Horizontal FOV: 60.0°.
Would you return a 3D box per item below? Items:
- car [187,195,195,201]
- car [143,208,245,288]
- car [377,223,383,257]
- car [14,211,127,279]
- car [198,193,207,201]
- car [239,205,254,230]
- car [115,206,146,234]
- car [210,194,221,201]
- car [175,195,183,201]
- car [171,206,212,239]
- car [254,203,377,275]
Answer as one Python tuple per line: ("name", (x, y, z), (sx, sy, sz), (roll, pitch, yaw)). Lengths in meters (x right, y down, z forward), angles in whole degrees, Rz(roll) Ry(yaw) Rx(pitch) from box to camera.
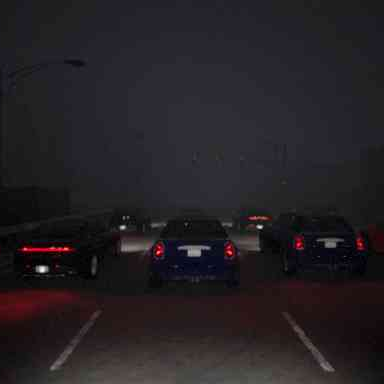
("car", (-0.291, 1.747, 92.575), (1.812, 1.442, 4.674), (0, 0, 0))
("car", (0.054, 1.376, 9.477), (2.097, 1.767, 4.553), (0, 0, 0))
("car", (7.055, 1.378, 10.302), (2.097, 1.767, 4.553), (0, 0, 0))
("car", (-3.444, 1.530, 10.071), (1.837, 1.490, 4.892), (0, 0, 0))
("car", (3.210, 1.761, 92.169), (2.033, 1.411, 5.357), (0, 0, 0))
("car", (3.502, 1.554, 19.592), (1.837, 1.490, 4.892), (0, 0, 0))
("car", (-3.499, 1.553, 19.353), (1.837, 1.490, 4.892), (0, 0, 0))
("car", (6.710, 1.446, 92.211), (2.150, 2.045, 5.566), (0, 0, 0))
("car", (-3.790, 1.699, 92.147), (1.882, 1.535, 5.008), (0, 0, 0))
("car", (-0.001, 1.595, 19.038), (2.033, 1.411, 5.357), (0, 0, 0))
("car", (3.554, 1.379, 10.651), (2.097, 1.767, 4.553), (0, 0, 0))
